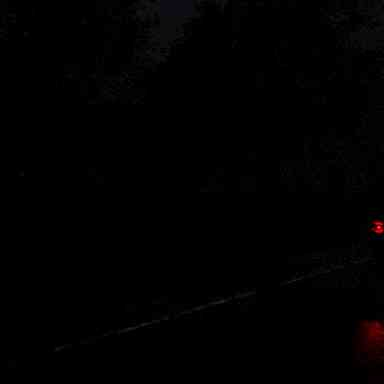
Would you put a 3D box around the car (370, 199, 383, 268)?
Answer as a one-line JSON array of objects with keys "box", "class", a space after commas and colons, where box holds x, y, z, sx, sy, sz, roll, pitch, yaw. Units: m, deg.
[{"box": [6.833, 0.899, 8.617, 5.566, 2.045, 2.150, -3, 1, -35], "class": "car"}]
